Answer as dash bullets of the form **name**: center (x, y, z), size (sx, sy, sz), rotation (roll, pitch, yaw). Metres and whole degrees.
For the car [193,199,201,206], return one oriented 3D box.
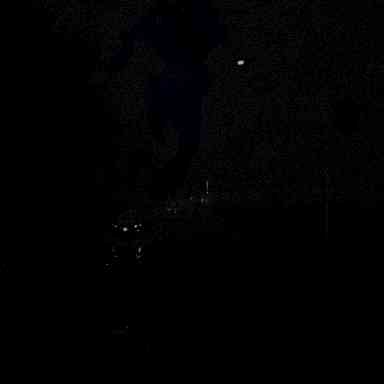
- **car**: center (1.037, 2.447, 77.978), size (1.812, 1.442, 4.674), rotation (0, -1, 0)

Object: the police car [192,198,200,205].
- **police car**: center (1.035, 2.407, 84.094), size (1.930, 1.638, 5.238), rotation (0, -1, 0)

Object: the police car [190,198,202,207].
- **police car**: center (1.038, 2.246, 68.082), size (1.930, 1.638, 5.238), rotation (0, -1, 0)

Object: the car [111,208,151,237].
- **car**: center (-3.601, 1.801, 20.339), size (1.837, 1.490, 4.892), rotation (0, -1, 0)

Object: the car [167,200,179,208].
- **car**: center (-3.535, 2.258, 62.724), size (2.128, 1.511, 4.902), rotation (0, -1, 1)
